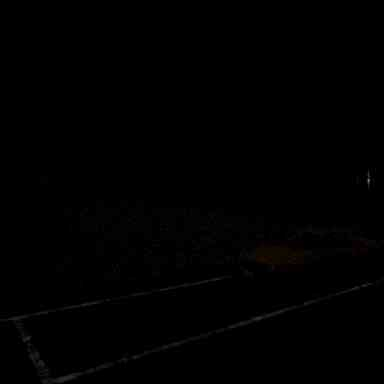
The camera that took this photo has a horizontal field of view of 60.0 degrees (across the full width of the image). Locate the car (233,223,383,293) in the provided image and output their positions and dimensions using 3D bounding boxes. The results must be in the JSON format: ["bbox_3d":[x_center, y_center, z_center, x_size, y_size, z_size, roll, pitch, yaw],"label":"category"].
[{"bbox_3d":[3.251,1.555,8.973,4.829,1.417,1.752,0,0,-36],"label":"car"}]
